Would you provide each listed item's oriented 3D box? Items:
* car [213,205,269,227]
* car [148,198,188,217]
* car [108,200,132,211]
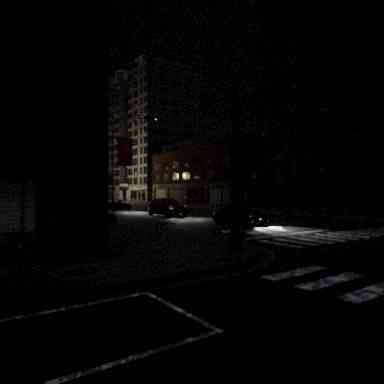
[{"bbox_3d":[3.314,1.595,23.314,1.994,1.385,4.181,0,0,-35],"label":"car"},{"bbox_3d":[-2.284,1.367,31.176,2.097,1.767,4.553,0,0,-35],"label":"car"},{"bbox_3d":[-8.991,1.598,40.610,1.895,1.301,4.718,0,0,-35],"label":"car"}]
